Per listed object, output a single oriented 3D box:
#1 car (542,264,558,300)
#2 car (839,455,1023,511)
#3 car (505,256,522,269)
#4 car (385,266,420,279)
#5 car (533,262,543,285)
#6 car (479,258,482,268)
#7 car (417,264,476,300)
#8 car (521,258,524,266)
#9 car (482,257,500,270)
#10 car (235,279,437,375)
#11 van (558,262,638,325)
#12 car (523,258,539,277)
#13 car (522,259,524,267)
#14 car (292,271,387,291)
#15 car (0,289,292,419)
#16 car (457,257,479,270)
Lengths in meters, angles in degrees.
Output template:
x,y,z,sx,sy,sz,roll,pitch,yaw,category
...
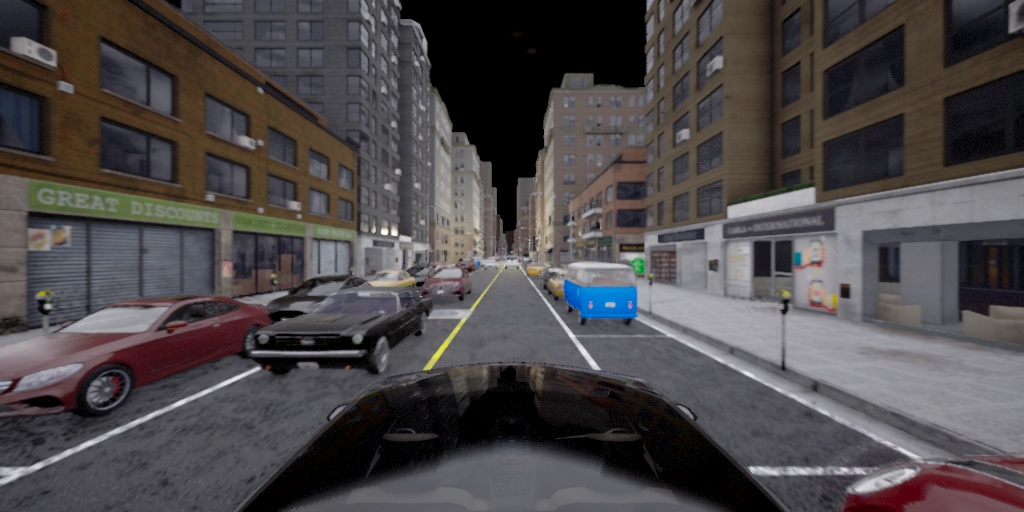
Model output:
x,y,z,sx,sy,sz,roll,pitch,yaw,category
2.666,1.281,17.411,1.751,1.417,4.829,0,0,0,car
2.668,1.189,0.233,1.967,1.591,4.097,0,0,0,car
0.012,0.978,56.177,2.150,2.045,5.566,0,0,0,car
-5.860,1.281,17.063,1.751,1.417,4.829,0,0,0,car
2.665,1.307,22.911,2.007,1.370,4.403,0,0,0,car
-5.864,1.308,51.242,2.007,1.370,4.403,0,0,0,car
-3.052,1.281,17.744,1.812,1.442,4.674,0,0,0,car
2.661,1.323,51.257,1.948,1.339,4.313,0,0,0,car
-3.069,1.283,52.422,1.812,1.442,4.674,0,0,0,car
-3.095,1.353,7.643,1.895,1.301,4.718,0,0,0,car
2.666,1.095,11.572,1.690,1.789,3.998,0,0,0,van
2.345,1.214,35.080,1.801,1.575,5.366,0,0,0,car
2.662,1.323,45.588,1.948,1.339,4.313,0,0,0,car
-5.859,1.320,11.565,1.948,1.339,4.313,0,0,0,car
-5.858,1.334,5.897,1.802,1.307,4.207,0,0,0,car
-5.863,1.072,45.575,2.192,1.841,5.009,0,0,0,car
